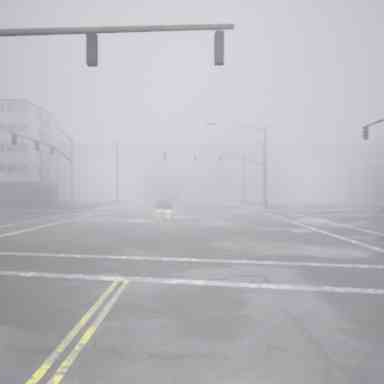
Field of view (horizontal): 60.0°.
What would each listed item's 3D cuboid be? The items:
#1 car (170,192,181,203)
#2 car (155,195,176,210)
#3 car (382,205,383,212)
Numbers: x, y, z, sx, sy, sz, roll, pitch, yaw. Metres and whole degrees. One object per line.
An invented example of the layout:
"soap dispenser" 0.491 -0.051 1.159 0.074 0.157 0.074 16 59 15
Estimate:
"car" -3.425 1.069 65.708 2.150 2.045 5.566 -1 0 4
"car" -3.449 1.464 41.171 1.994 1.385 4.181 0 0 0
"car" 19.752 1.258 29.885 4.902 1.511 2.128 -1 0 1
